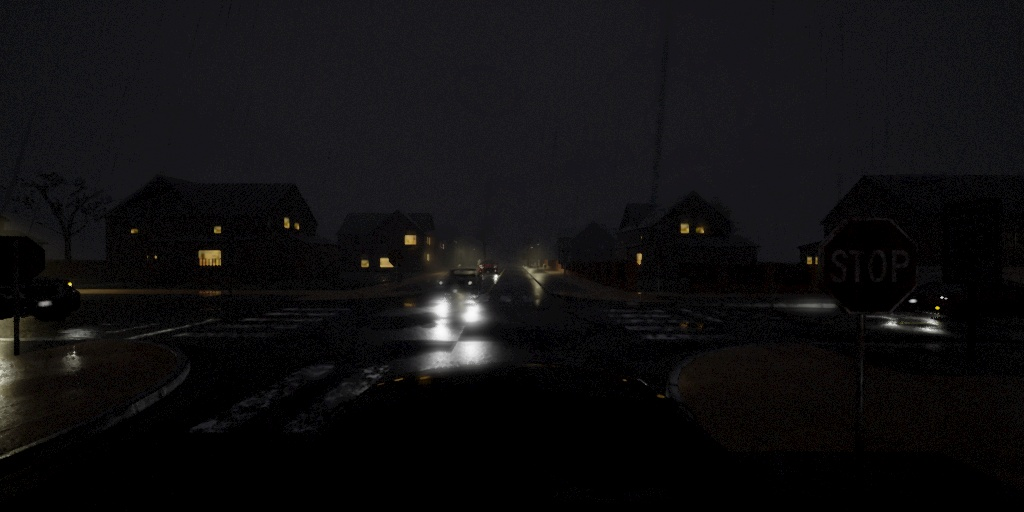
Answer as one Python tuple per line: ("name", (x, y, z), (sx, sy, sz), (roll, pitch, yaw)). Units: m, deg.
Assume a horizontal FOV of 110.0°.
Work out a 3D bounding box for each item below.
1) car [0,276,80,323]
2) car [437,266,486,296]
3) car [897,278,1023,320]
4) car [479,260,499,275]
("car", (-15.318, 0.914, 9.638), (5.566, 2.045, 2.150), (0, 0, 0))
("car", (-2.700, 1.374, 19.391), (1.895, 1.301, 4.718), (0, 0, 0))
("car", (16.075, 1.414, 12.592), (4.181, 1.385, 1.994), (0, 0, 0))
("car", (-2.642, 1.192, 41.462), (2.097, 1.767, 4.553), (0, 0, 0))
